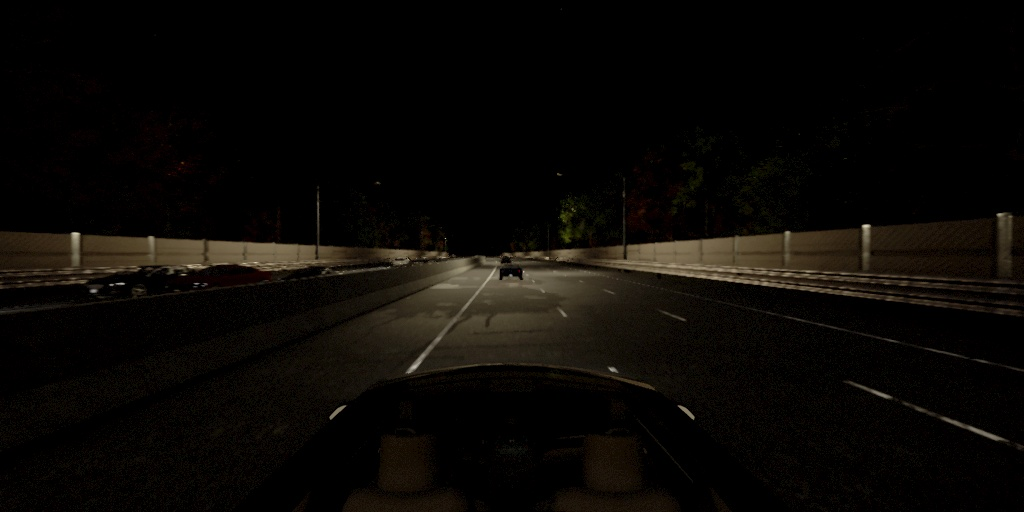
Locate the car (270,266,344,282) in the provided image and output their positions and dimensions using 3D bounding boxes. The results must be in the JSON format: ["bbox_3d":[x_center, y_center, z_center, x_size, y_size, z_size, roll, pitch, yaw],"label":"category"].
[{"bbox_3d":[-10.661,1.253,19.505,1.994,1.385,4.181,0,0,0],"label":"car"}]

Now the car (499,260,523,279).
[{"bbox_3d":[-0.100,1.226,30.007,1.895,1.301,4.718,0,0,-1],"label":"car"}]

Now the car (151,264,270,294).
[{"bbox_3d":[-14.150,1.180,17.600,1.882,1.535,5.008,0,0,0],"label":"car"}]

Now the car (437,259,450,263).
[{"bbox_3d":[-11.410,1.104,60.406,1.895,1.301,4.718,0,0,-1],"label":"car"}]

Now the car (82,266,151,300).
[{"bbox_3d":[-17.649,1.199,17.568,2.128,1.511,4.902,0,0,0],"label":"car"}]

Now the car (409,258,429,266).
[{"bbox_3d":[-14.872,1.012,58.975,2.128,1.511,4.902,0,0,-1],"label":"car"}]

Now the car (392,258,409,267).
[{"bbox_3d":[-18.377,1.044,59.425,1.812,1.442,4.674,0,0,-1],"label":"car"}]

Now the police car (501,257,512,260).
[{"bbox_3d":[-1.045,0.922,65.505,1.930,1.638,5.238,0,0,-2],"label":"police car"}]
